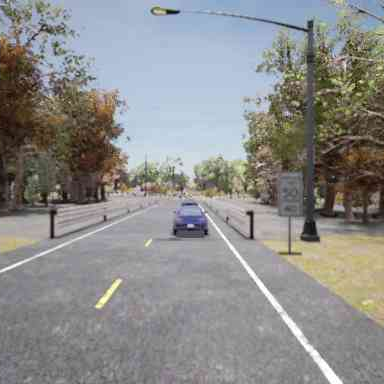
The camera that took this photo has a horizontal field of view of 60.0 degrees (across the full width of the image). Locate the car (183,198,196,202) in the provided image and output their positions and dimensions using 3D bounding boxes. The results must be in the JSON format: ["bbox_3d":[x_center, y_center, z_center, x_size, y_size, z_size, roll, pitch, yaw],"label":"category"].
[{"bbox_3d":[-0.257,1.480,36.669,1.837,1.490,4.892,0,0,-1],"label":"car"}]

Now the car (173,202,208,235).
[{"bbox_3d":[-0.088,1.514,18.755,1.812,1.442,4.674,0,0,-1],"label":"car"}]
